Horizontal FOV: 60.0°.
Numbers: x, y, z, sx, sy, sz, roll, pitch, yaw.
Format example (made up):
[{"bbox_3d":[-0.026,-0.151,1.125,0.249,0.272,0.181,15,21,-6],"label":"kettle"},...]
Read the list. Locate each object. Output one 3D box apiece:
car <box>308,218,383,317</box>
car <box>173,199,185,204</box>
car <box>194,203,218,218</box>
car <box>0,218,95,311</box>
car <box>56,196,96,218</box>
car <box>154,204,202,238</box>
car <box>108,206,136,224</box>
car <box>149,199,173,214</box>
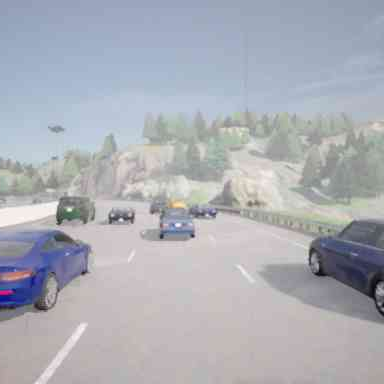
[{"bbox_3d":[4.385,1.371,7.610,2.097,1.767,4.553,0,0,-2],"label":"car"},{"bbox_3d":[-2.348,1.665,47.194,1.882,1.535,5.008,0,0,-15],"label":"car"},{"bbox_3d":[0.944,1.719,31.100,1.895,1.301,4.718,0,0,-10],"label":"car"},{"bbox_3d":[-3.668,1.564,7.677,1.812,1.442,4.674,0,0,-2],"label":"car"},{"bbox_3d":[-8.863,1.340,25.696,2.150,2.045,5.566,0,0,-8],"label":"car"},{"bbox_3d":[-0.901,1.620,18.269,2.033,1.411,5.357,0,0,-6],"label":"car"},{"bbox_3d":[-5.391,1.713,26.115,1.895,1.301,4.718,0,0,-8],"label":"car"},{"bbox_3d":[-3.733,1.642,36.961,2.128,1.511,4.902,0,0,-11],"label":"car"}]
